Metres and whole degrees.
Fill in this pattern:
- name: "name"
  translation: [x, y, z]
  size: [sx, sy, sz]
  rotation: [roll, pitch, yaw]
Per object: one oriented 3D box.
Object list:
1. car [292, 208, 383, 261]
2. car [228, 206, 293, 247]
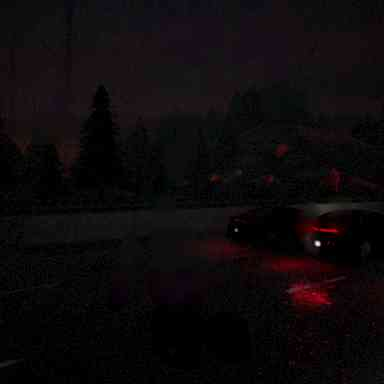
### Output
- name: "car"
  translation: [6.022, 1.364, 11.594]
  size: [4.892, 1.490, 1.837]
  rotation: [0, 0, -30]
- name: "car"
  translation: [3.892, 1.340, 14.402]
  size: [5.008, 1.535, 1.882]
  rotation: [0, 0, -30]
